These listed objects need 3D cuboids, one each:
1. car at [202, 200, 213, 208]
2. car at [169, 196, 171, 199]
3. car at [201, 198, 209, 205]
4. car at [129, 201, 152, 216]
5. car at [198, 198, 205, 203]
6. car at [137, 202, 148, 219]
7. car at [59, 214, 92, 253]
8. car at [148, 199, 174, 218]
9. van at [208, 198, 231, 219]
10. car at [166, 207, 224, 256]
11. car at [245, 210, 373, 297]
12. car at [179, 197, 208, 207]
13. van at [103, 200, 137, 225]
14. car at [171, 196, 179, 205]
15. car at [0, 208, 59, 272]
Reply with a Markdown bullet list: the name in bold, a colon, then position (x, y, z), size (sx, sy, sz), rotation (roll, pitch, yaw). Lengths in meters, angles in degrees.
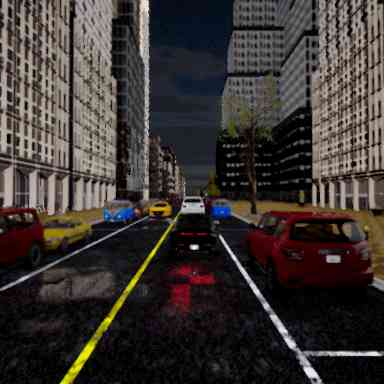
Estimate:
- **car**: position (2.677, 2.072, 59.942), size (1.802, 1.307, 4.206), rotation (0, 0, 0)
- **car**: position (-5.685, 1.980, 65.658), size (1.967, 1.590, 4.097), rotation (0, 0, 0)
- **car**: position (3.000, 2.111, 78.708), size (1.801, 1.575, 5.366), rotation (0, -1, 0)
- **car**: position (-5.686, 1.821, 37.042), size (1.752, 1.417, 4.829), rotation (0, 0, 0)
- **car**: position (2.661, 2.361, 94.074), size (1.947, 1.339, 4.313), rotation (0, -1, 0)
- **car**: position (-5.685, 1.690, 31.524), size (1.967, 1.590, 4.097), rotation (0, 0, 0)
- **car**: position (-5.686, 1.638, 14.288), size (1.752, 1.417, 4.829), rotation (0, 0, 0)
- **car**: position (-3.097, 1.742, 33.224), size (1.882, 1.535, 5.008), rotation (0, 0, 0)
- **van**: position (2.703, 1.591, 31.499), size (1.690, 1.788, 3.998), rotation (0, 0, 0)
- **car**: position (0.092, 1.614, 13.675), size (1.837, 1.490, 4.892), rotation (0, 0, 0)
- **car**: position (2.701, 1.384, 8.744), size (2.192, 1.841, 5.009), rotation (0, 0, 0)
- **car**: position (0.098, 1.481, 32.699), size (2.150, 2.045, 5.566), rotation (0, 0, 0)
- **van**: position (-5.684, 1.545, 25.836), size (1.690, 1.788, 3.998), rotation (0, 0, 0)
- **car**: position (-3.001, 2.046, 74.850), size (1.882, 1.535, 5.008), rotation (0, -1, 0)
- **car**: position (-5.684, 1.384, 8.771), size (2.192, 1.841, 5.009), rotation (0, 0, 0)
